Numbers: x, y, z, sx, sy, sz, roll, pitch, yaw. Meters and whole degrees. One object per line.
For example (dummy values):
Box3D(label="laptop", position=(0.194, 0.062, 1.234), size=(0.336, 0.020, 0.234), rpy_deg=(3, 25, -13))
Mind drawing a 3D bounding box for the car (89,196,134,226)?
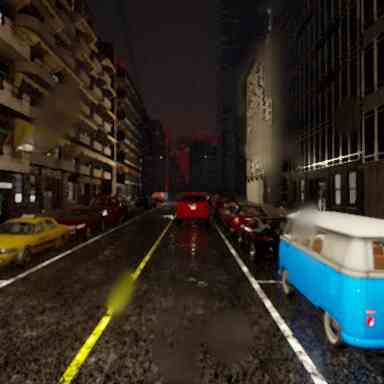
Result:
Box3D(label="car", position=(-5.624, 1.195, 22.459), size=(2.192, 1.841, 5.009), rpy_deg=(1, 0, 0))

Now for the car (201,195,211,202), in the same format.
Box3D(label="car", position=(2.747, 1.220, 66.928), size=(1.802, 1.307, 4.206), rpy_deg=(1, 0, 0))

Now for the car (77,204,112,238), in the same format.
Box3D(label="car", position=(-5.632, 1.492, 16.913), size=(1.802, 1.307, 4.206), rpy_deg=(1, 0, 0))

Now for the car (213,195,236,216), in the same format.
Box3D(label="car", position=(2.727, 1.164, 28.093), size=(2.192, 1.841, 5.009), rpy_deg=(1, 0, 0))

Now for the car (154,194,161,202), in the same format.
Box3D(label="car", position=(-5.614, 1.343, 44.648), size=(1.802, 1.307, 4.206), rpy_deg=(1, 0, 0))

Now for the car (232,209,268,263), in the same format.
Box3D(label="car", position=(2.712, 1.504, 11.451), size=(1.947, 1.339, 4.313), rpy_deg=(1, 0, 0))

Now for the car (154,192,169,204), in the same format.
Box3D(label="car", position=(-5.602, 1.015, 55.739), size=(2.192, 1.841, 5.009), rpy_deg=(1, 0, 0))

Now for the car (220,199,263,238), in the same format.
Box3D(label="car", position=(2.718, 1.349, 16.998), size=(1.967, 1.590, 4.097), rpy_deg=(1, 0, 0))

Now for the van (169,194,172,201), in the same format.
Box3D(label="van", position=(-5.595, 0.981, 66.832), size=(1.690, 1.788, 3.998), rpy_deg=(1, 0, 0))

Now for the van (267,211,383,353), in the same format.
Box3D(label="van", position=(2.712, 1.309, 5.902), size=(1.690, 1.788, 3.998), rpy_deg=(1, 0, 0))

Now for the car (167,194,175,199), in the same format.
Box3D(label="car", position=(-5.586, 1.100, 89.020), size=(1.802, 1.307, 4.206), rpy_deg=(1, 0, 0))

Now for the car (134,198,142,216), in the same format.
Box3D(label="car", position=(-5.624, 1.377, 27.837), size=(1.752, 1.417, 4.829), rpy_deg=(1, 0, 0))

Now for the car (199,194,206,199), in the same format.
Box3D(label="car", position=(2.761, 1.099, 89.118), size=(1.802, 1.307, 4.206), rpy_deg=(1, 0, 0))

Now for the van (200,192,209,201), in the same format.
Box3D(label="van", position=(2.755, 0.949, 72.475), size=(1.690, 1.788, 3.998), rpy_deg=(1, 0, 0))

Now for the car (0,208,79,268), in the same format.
Box3D(label="car", position=(-5.635, 1.466, 11.197), size=(1.752, 1.417, 4.829), rpy_deg=(1, 0, 0))

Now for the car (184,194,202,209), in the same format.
Box3D(label="car", position=(0.124, 1.131, 41.124), size=(2.097, 1.767, 4.553), rpy_deg=(0, 0, 0))

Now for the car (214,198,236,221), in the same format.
Box3D(label="car", position=(2.720, 1.403, 22.716), size=(1.752, 1.417, 4.829), rpy_deg=(1, 0, 0))

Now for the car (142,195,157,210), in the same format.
Box3D(label="car", position=(-5.618, 1.357, 39.101), size=(1.947, 1.339, 4.313), rpy_deg=(1, 0, 0))

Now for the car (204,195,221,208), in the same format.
Box3D(label="car", position=(2.736, 1.200, 44.736), size=(1.967, 1.590, 4.097), rpy_deg=(1, 0, 0))

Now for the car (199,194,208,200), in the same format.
Box3D(label="car", position=(2.755, 1.122, 78.023), size=(1.887, 1.381, 4.507), rpy_deg=(1, 0, 0))

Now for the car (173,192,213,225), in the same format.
Box3D(label="car", position=(0.117, 1.093, 23.186), size=(2.150, 2.045, 5.566), rpy_deg=(0, 0, 1))
